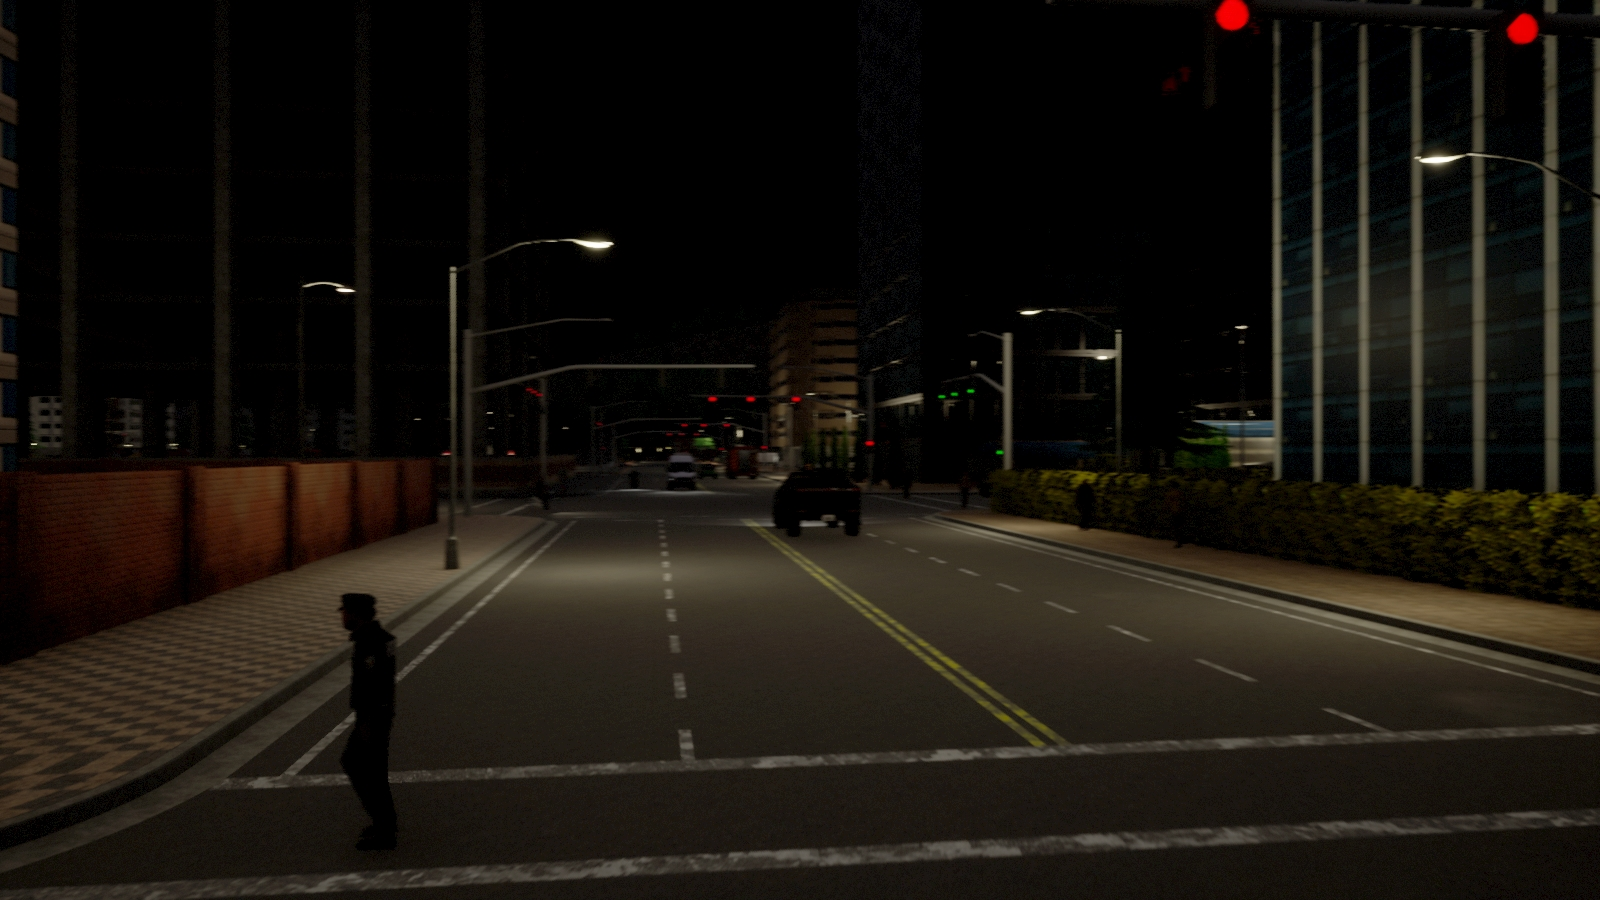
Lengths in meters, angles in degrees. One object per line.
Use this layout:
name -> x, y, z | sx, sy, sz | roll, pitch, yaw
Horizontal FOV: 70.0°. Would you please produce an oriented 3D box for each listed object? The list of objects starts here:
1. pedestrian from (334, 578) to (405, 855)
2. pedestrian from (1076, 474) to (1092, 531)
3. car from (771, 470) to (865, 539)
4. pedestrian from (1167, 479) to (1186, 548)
pedestrian -> -3.038, 1.861, 8.079 | 0.375, 1.860, 0.375 | 0, 0, -3
pedestrian -> 9.399, 1.720, 37.818 | 0.375, 1.860, 0.375 | 0, 0, -7
car -> 0.517, 1.798, 39.726 | 2.390, 2.098, 6.274 | 0, 0, -7
pedestrian -> 10.186, 1.710, 30.911 | 0.375, 1.860, 0.375 | 0, 0, -9
